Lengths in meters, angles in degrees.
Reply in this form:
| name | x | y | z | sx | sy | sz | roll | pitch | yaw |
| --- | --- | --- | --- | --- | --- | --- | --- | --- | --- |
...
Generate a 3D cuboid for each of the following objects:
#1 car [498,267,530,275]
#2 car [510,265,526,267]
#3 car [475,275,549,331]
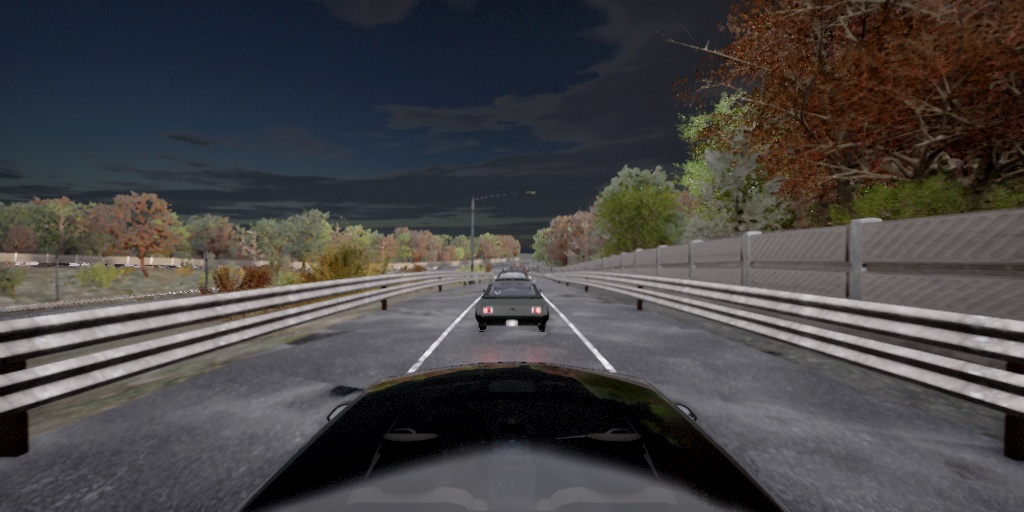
| name | x | y | z | sx | sy | sz | roll | pitch | yaw |
| --- | --- | --- | --- | --- | --- | --- | --- | --- | --- |
| car | 0.046 | 1.475 | 18.933 | 1.882 | 1.535 | 5.008 | 0 | -2 | 0 |
| car | 0.620 | 2.018 | 37.004 | 2.150 | 2.045 | 5.566 | 0 | -3 | 2 |
| car | 0.007 | 1.416 | 11.155 | 1.895 | 1.301 | 4.718 | 0 | -1 | 0 |
